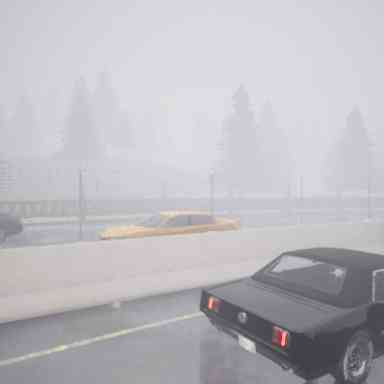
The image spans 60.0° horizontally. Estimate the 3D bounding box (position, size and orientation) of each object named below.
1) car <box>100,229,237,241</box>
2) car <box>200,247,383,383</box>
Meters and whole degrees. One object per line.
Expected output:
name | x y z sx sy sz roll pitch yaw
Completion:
car | -0.699 1.406 11.643 5.008 1.535 1.882 0 0 -31
car | 2.555 1.569 5.257 4.718 1.301 1.895 0 0 -32
